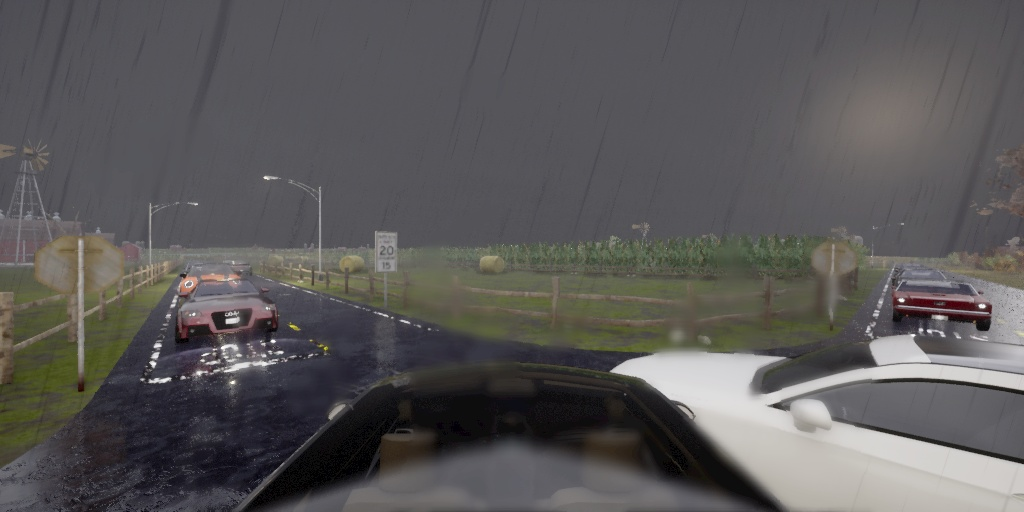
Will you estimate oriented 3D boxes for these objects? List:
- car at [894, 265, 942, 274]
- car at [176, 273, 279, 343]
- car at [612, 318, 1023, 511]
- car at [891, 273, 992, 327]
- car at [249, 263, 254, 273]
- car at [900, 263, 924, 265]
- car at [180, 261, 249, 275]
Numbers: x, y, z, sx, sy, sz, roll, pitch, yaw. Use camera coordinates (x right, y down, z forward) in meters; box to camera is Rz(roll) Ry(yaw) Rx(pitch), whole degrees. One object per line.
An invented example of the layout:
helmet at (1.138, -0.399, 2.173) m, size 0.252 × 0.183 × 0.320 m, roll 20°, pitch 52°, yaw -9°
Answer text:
car at (20.568, 1.363, 18.044) m, size 5.357 × 1.411 × 2.033 m, roll 0°, pitch 1°, yaw -43°
car at (-7.955, 1.355, 9.962) m, size 1.994 × 1.385 × 4.181 m, roll 0°, pitch 0°, yaw -43°
car at (2.836, 1.294, 2.391) m, size 1.812 × 1.442 × 4.674 m, roll 0°, pitch 1°, yaw -44°
car at (13.501, 1.398, 11.470) m, size 4.718 × 1.301 × 1.895 m, roll 0°, pitch 1°, yaw -43°
car at (-27.036, 1.282, 35.645) m, size 2.128 × 1.511 × 4.902 m, roll 0°, pitch 0°, yaw -42°
car at (27.313, 1.401, 24.310) m, size 4.181 × 1.385 × 1.994 m, roll 0°, pitch 1°, yaw -43°
car at (-13.741, 1.140, 16.436) m, size 2.097 × 1.767 × 4.553 m, roll 0°, pitch 0°, yaw -42°
